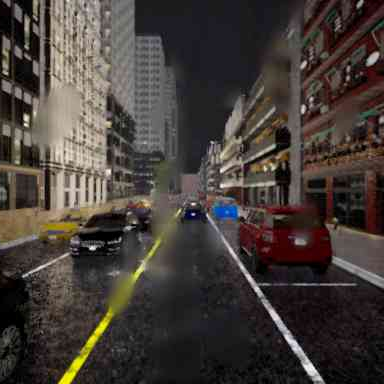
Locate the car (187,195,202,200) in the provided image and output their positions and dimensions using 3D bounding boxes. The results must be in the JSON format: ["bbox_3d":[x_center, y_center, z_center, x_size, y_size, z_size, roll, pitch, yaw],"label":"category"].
[{"bbox_3d":[0.087,1.508,45.028,2.128,1.511,4.902,0,0,0],"label":"car"}]

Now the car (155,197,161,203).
[{"bbox_3d":[-5.691,1.565,43.925,2.008,1.369,4.403,0,0,0],"label":"car"}]

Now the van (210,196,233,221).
[{"bbox_3d":[2.689,1.347,27.273,1.690,1.788,3.998,0,0,0],"label":"van"}]

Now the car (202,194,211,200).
[{"bbox_3d":[2.689,1.326,38.374,2.192,1.841,5.009,0,0,0],"label":"car"}]

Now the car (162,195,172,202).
[{"bbox_3d":[-5.690,1.479,77.230,1.967,1.590,4.097,0,0,0],"label":"car"}]

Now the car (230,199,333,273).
[{"bbox_3d":[2.688,1.317,10.620,2.192,1.841,5.009,0,0,0],"label":"car"}]

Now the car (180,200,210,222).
[{"bbox_3d":[0.100,1.570,26.012,1.994,1.385,4.181,0,0,0],"label":"car"}]

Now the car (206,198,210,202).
[{"bbox_3d":[2.690,1.559,32.823,2.008,1.369,4.403,0,0,0],"label":"car"}]

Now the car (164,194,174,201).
[{"bbox_3d":[-5.690,1.359,82.781,2.192,1.841,5.009,0,0,0],"label":"car"}]

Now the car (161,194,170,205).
[{"bbox_3d":[-5.690,1.576,60.577,2.008,1.369,4.403,0,0,0],"label":"car"}]

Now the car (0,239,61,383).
[{"bbox_3d":[-3.085,1.493,2.548,2.128,1.511,4.902,0,0,0],"label":"car"}]

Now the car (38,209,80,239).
[{"bbox_3d":[-5.692,1.529,16.000,1.752,1.417,4.829,0,0,0],"label":"car"}]

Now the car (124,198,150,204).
[{"bbox_3d":[-5.691,1.449,32.822,1.967,1.590,4.097,0,0,0],"label":"car"}]

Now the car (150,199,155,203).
[{"bbox_3d":[-5.691,1.537,38.203,1.752,1.417,4.829,0,0,0],"label":"car"}]

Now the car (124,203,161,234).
[{"bbox_3d":[-3.000,1.568,19.019,1.994,1.385,4.181,0,0,0],"label":"car"}]

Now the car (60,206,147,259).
[{"bbox_3d":[-3.083,1.508,12.744,1.837,1.490,4.892,0,0,0],"label":"car"}]

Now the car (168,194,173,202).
[{"bbox_3d":[-5.690,1.616,71.679,1.802,1.307,4.206,0,0,0],"label":"car"}]
